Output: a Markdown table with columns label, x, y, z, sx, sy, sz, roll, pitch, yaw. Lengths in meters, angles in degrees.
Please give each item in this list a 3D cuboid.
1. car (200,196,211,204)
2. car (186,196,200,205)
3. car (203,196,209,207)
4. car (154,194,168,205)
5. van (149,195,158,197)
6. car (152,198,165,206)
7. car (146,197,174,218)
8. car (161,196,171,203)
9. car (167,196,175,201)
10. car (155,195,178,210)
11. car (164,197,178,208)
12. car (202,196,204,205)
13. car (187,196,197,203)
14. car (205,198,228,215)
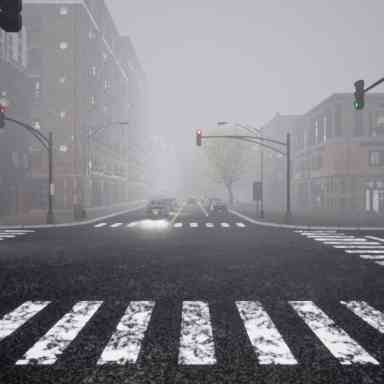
| label | x | y | z | sx | sy | sz | roll | pitch | yaw |
| --- | --- | --- | --- | --- | --- | --- | --- | --- | --- |
| car | 2.683 | 1.537 | 67.811 | 1.967 | 1.590 | 4.097 | 0 | 0 | 0 |
| car | -0.005 | 1.643 | 60.812 | 1.994 | 1.385 | 4.181 | 0 | 0 | 0 |
| car | 2.686 | 1.479 | 39.327 | 1.967 | 1.590 | 4.097 | 0 | 0 | 0 |
| car | -5.698 | 1.397 | 62.115 | 2.192 | 1.841 | 5.009 | 0 | 0 | 0 |
| van | -5.697 | 1.399 | 50.721 | 1.690 | 1.788 | 3.998 | 0 | 0 | 0 |
| car | -5.697 | 1.651 | 56.418 | 1.802 | 1.307 | 4.206 | 0 | 0 | 0 |
| car | -3.104 | 1.516 | 30.840 | 2.128 | 1.511 | 4.902 | 0 | 0 | 0 |
| car | -5.698 | 1.663 | 73.508 | 2.008 | 1.369 | 4.403 | 0 | 0 | 0 |
| car | -5.701 | 1.687 | 90.429 | 1.752 | 1.417 | 4.829 | 0 | 0 | 0 |
| car | -3.097 | 1.518 | 40.288 | 1.882 | 1.535 | 5.008 | 0 | 0 | 0 |
| car | -3.091 | 1.583 | 50.386 | 1.812 | 1.442 | 4.674 | 0 | 0 | 0 |
| car | 2.685 | 1.488 | 45.023 | 1.967 | 1.590 | 4.097 | 0 | 0 | 0 |
| car | -0.006 | 1.556 | 70.819 | 2.033 | 1.411 | 5.357 | 0 | 0 | 0 |
| car | 2.686 | 1.580 | 33.630 | 2.008 | 1.369 | 4.403 | 0 | 0 | 0 |
